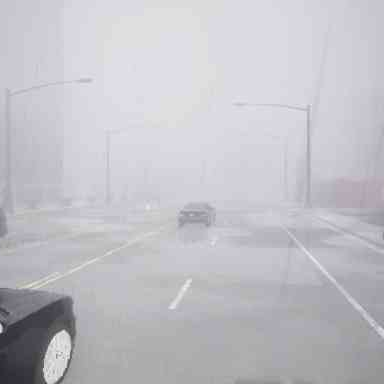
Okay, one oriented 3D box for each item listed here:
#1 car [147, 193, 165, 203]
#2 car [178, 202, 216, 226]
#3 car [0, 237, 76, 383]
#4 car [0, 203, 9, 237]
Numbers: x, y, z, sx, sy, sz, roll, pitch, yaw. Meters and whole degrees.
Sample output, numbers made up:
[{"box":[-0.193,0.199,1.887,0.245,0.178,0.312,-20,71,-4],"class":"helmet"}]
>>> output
[{"box":[-5.457,0.890,50.569,2.128,1.511,4.902,0,1,9],"class":"car"},{"box":[0.421,1.329,21.228,2.033,1.411,5.357,0,1,9],"class":"car"},{"box":[-2.706,1.476,2.369,1.882,1.535,5.008,0,0,9],"class":"car"},{"box":[-8.597,1.164,10.853,2.150,2.045,5.566,0,1,9],"class":"car"}]
